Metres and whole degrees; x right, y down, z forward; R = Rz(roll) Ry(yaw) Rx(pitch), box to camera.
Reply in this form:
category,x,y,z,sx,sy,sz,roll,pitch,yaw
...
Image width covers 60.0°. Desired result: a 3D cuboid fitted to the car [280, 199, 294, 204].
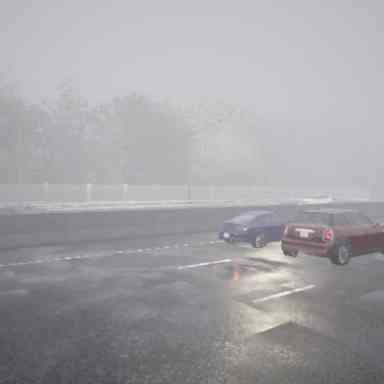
category,x,y,z,sx,sy,sz,roll,pitch,yaw
car,15.043,1.732,48.693,4.718,1.301,1.895,0,0,-34

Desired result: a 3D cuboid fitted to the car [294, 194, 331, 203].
category,x,y,z,sx,sy,sz,roll,pitch,yaw
car,17.135,1.334,45.890,5.566,2.045,2.150,0,0,-34

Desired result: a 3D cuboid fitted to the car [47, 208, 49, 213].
category,x,y,z,sx,sy,sz,roll,pitch,yaw
car,-14.802,1.676,27.715,5.357,1.411,2.033,0,0,-35

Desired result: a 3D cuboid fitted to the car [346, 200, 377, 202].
category,x,y,z,sx,sy,sz,roll,pitch,yaw
car,21.074,1.689,40.114,4.718,1.301,1.895,0,0,-35

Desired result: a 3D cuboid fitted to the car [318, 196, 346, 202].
category,x,y,z,sx,sy,sz,roll,pitch,yaw
car,19.136,1.650,43.017,5.357,1.411,2.033,0,0,-34

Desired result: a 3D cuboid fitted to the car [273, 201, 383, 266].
category,x,y,z,sx,sy,sz,roll,pitch,yaw
car,5.332,1.381,11.865,4.553,1.767,2.097,0,0,-35

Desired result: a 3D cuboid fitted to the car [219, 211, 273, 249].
category,x,y,z,sx,sy,sz,roll,pitch,yaw
car,3.275,1.569,14.699,4.674,1.442,1.812,0,0,-35

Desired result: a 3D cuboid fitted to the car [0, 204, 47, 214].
category,x,y,z,sx,sy,sz,roll,pitch,yaw
car,-12.370,1.647,20.900,5.357,1.411,2.033,0,0,-35
